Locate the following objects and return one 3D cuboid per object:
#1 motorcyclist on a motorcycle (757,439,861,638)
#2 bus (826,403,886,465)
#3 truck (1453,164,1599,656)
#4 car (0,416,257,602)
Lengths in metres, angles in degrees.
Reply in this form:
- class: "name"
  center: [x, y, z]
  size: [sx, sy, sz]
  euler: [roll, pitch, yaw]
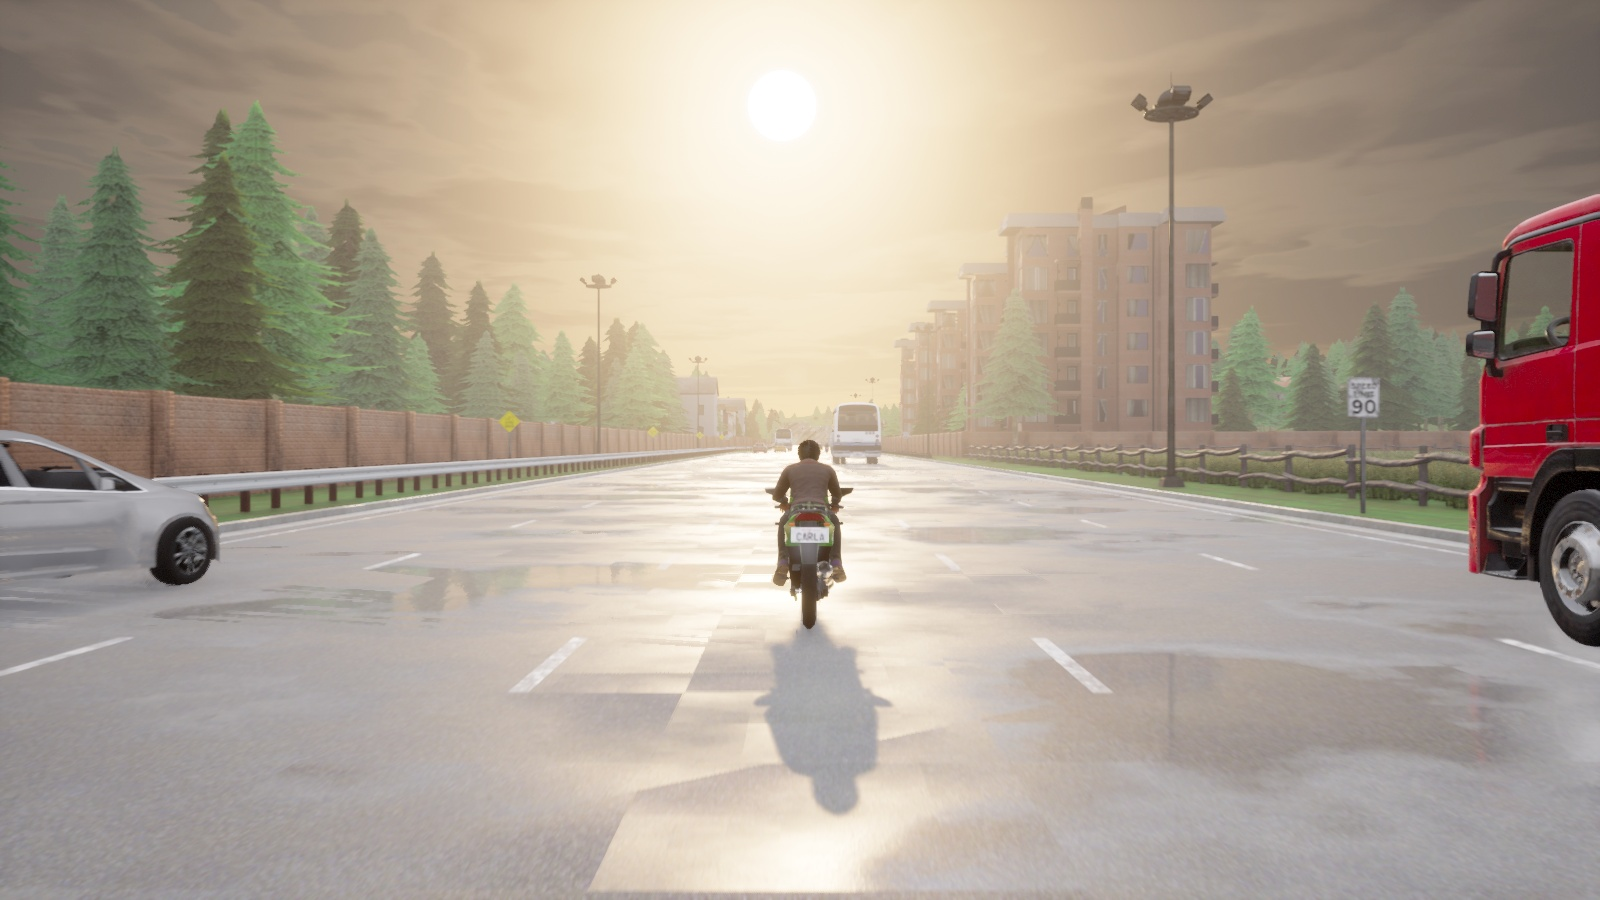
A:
- class: "motorcyclist on a motorcycle"
  center: [0.076, 0.669, 10.618]
  size: [0.797, 1.523, 2.044]
  euler: [0, 0, 0]
- class: "bus"
  center: [3.935, -1.140, 91.167]
  size: [3.944, 4.253, 10.273]
  euler: [0, 0, 0]
- class: "truck"
  center: [7.055, -0.268, 6.848]
  size: [2.891, 3.462, 7.936]
  euler: [0, 0, 0]
- class: "car"
  center: [-7.957, 0.515, 12.262]
  size: [2.242, 1.667, 4.611]
  euler: [0, 0, 23]
